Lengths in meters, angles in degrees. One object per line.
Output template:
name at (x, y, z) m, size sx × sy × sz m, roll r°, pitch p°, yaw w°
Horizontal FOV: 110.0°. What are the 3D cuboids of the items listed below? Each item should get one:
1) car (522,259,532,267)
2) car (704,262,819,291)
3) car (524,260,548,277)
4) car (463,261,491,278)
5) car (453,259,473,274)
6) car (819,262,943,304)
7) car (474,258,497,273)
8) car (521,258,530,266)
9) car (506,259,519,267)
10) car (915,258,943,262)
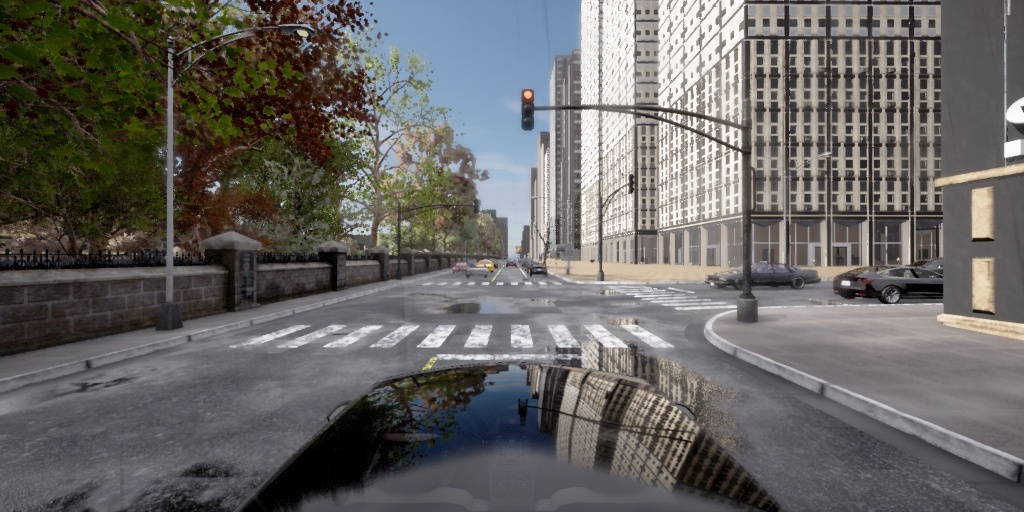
car at (2.556, 1.335, 41.682) m, size 1.948 × 1.339 × 4.313 m, roll 0°, pitch 0°, yaw 0°
car at (13.389, 1.054, 19.277) m, size 5.357 × 1.411 × 2.033 m, roll -1°, pitch 0°, yaw -1°
car at (2.575, 1.331, 36.049) m, size 1.948 × 1.339 × 4.313 m, roll 0°, pitch 0°, yaw 0°
car at (-3.205, 1.364, 33.556) m, size 1.895 × 1.301 × 4.718 m, roll 0°, pitch 0°, yaw -3°
car at (-5.824, 1.351, 41.654) m, size 1.802 × 1.307 × 4.207 m, roll 0°, pitch 0°, yaw 0°
car at (14.647, 1.026, 13.507) m, size 4.313 × 1.339 × 1.948 m, roll 0°, pitch 0°, yaw 0°
car at (-3.240, 1.248, 43.611) m, size 1.882 × 1.535 × 5.008 m, roll 0°, pitch 0°, yaw 0°
car at (2.538, 1.340, 47.314) m, size 1.948 × 1.339 × 4.313 m, roll 0°, pitch 0°, yaw 0°
car at (-0.110, 1.320, 65.313) m, size 1.812 × 1.442 × 4.674 m, roll 0°, pitch 0°, yaw 0°
car at (23.118, 0.846, 19.373) m, size 4.892 × 1.490 × 1.837 m, roll -1°, pitch 0°, yaw 0°
